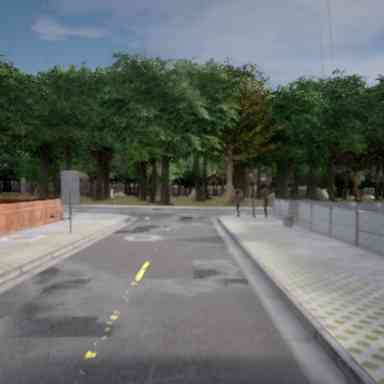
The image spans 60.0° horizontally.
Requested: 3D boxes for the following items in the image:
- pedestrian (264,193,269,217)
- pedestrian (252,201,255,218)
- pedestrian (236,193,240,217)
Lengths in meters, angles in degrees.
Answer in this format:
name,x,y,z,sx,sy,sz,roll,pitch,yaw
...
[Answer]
name,x,y,z,sx,sy,sz,roll,pitch,yaw
pedestrian,5.518,0.967,24.946,0.375,1.860,0.375,-1,2,0
pedestrian,4.517,1.251,24.355,0.375,1.300,0.375,-1,2,0
pedestrian,3.518,0.974,25.546,0.375,1.860,0.375,-1,2,0
